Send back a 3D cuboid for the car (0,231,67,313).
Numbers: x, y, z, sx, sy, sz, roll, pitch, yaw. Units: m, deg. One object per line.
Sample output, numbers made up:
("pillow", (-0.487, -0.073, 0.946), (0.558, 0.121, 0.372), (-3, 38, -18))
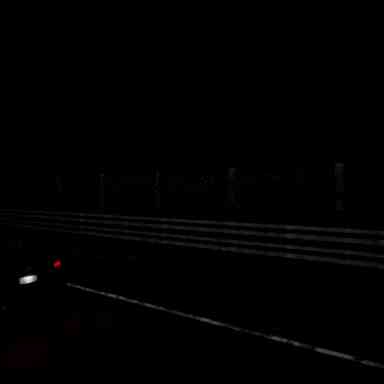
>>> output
("car", (-4.625, 1.568, 7.219), (4.181, 1.385, 1.994), (0, 0, 35))
